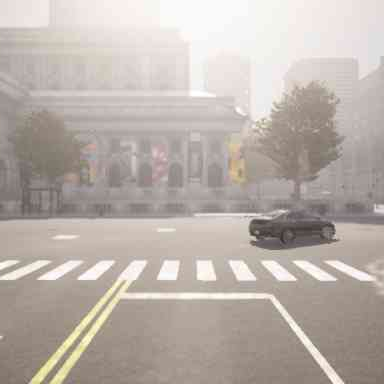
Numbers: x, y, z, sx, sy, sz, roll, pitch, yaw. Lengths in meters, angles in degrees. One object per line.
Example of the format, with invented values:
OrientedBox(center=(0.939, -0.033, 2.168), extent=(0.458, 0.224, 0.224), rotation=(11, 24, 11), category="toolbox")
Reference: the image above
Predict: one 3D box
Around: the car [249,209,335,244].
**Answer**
OrientedBox(center=(5.056, 1.634, 16.590), extent=(4.892, 1.490, 1.837), rotation=(0, -4, -32), category="car")
